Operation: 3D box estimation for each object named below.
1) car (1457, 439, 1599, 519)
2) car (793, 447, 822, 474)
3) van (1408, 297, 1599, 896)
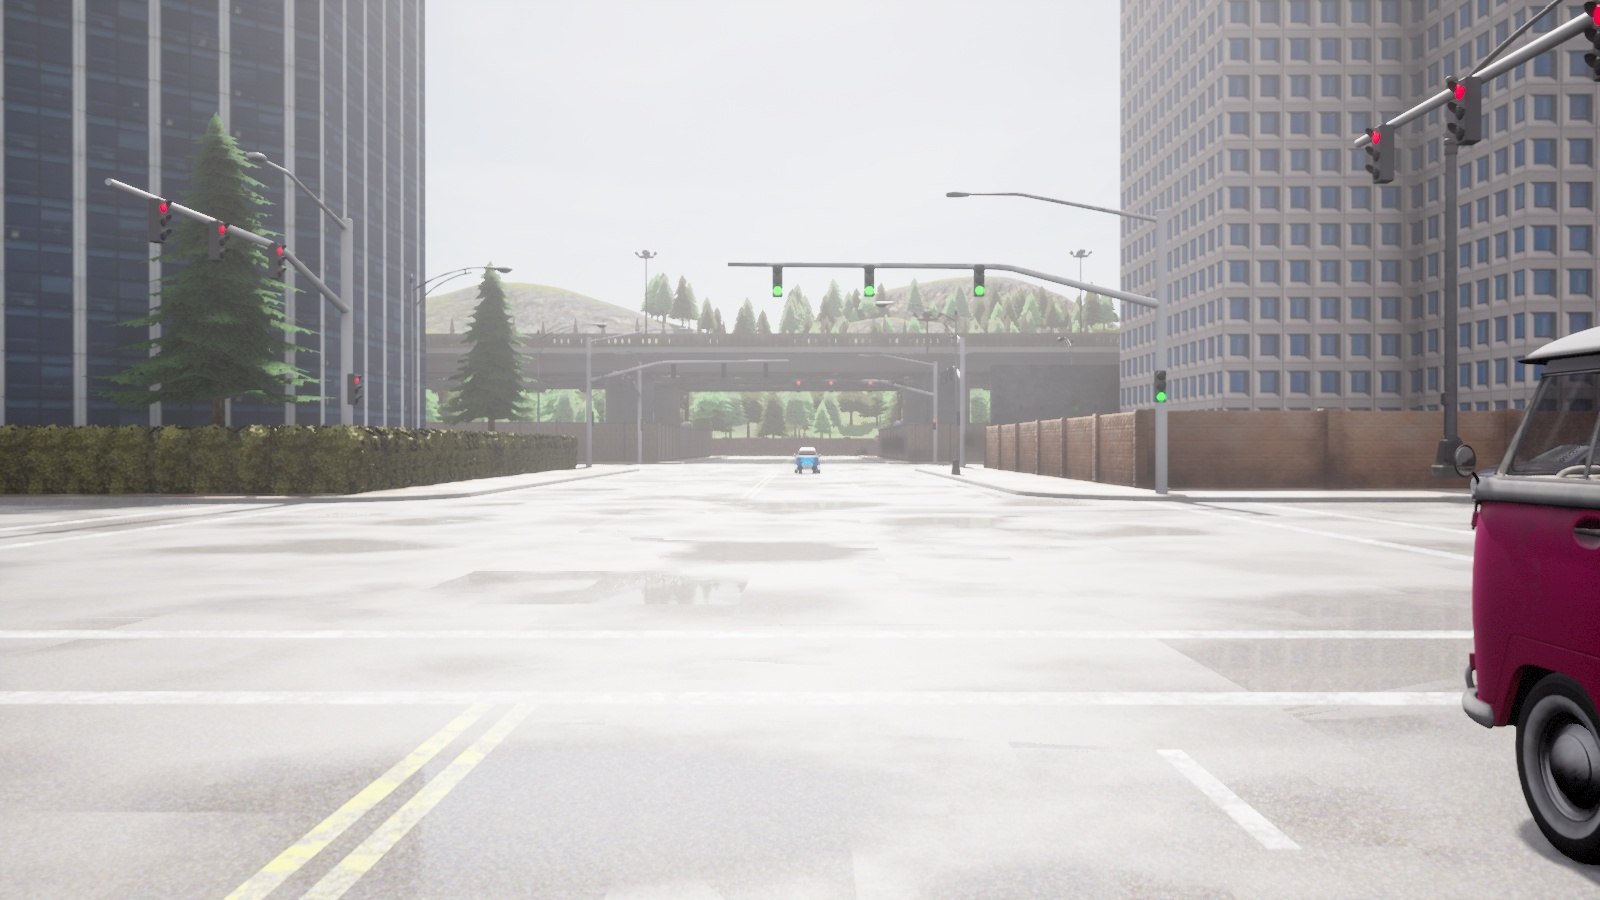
[{"bbox_3d":[17.090,0.593,26.996,4.856,1.649,2.033,0,0,1],"label":"car"},{"bbox_3d":[0.389,0.562,66.338,1.481,1.376,2.207,0,1,0],"label":"car"},{"bbox_3d":[3.534,0.492,3.260,1.775,1.987,4.442,0,0,0],"label":"van"}]
